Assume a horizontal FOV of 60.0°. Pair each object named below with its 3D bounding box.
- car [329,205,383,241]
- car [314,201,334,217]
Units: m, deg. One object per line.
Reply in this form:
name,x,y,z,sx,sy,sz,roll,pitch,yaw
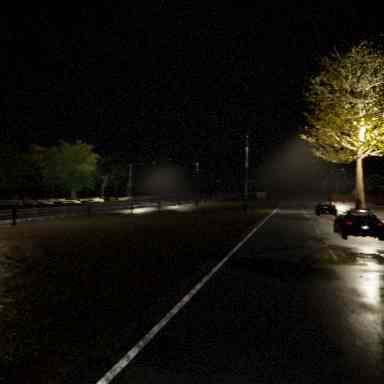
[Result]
car,8.648,1.634,17.404,1.994,1.385,4.181,1,0,17
car,13.653,1.703,34.069,2.128,1.511,4.902,1,0,17
